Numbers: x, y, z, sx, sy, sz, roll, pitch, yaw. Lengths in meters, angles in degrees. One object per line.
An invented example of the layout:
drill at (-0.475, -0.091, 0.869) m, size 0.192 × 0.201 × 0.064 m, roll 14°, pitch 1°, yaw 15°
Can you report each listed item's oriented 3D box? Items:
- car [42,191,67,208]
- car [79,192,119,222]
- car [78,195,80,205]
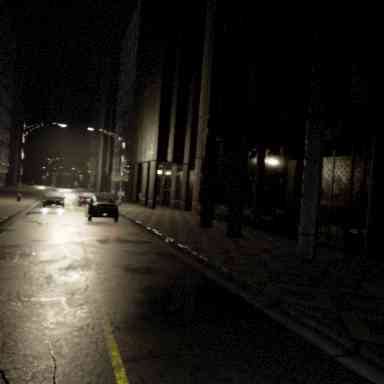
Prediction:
car at (-12.304, 0.616, 29.875) m, size 2.033 × 1.411 × 5.357 m, roll 4°, pitch 0°, yaw -21°
car at (-5.875, 1.035, 21.579) m, size 2.128 × 1.511 × 4.902 m, roll 4°, pitch 0°, yaw -20°
car at (-10.734, 0.718, 34.241) m, size 2.033 × 1.411 × 5.357 m, roll 4°, pitch 0°, yaw -20°
